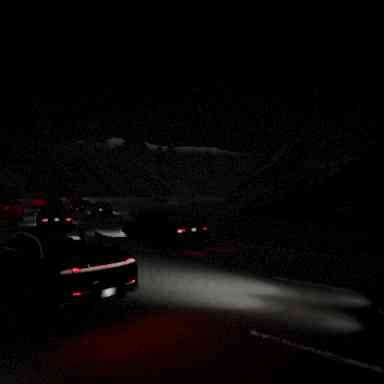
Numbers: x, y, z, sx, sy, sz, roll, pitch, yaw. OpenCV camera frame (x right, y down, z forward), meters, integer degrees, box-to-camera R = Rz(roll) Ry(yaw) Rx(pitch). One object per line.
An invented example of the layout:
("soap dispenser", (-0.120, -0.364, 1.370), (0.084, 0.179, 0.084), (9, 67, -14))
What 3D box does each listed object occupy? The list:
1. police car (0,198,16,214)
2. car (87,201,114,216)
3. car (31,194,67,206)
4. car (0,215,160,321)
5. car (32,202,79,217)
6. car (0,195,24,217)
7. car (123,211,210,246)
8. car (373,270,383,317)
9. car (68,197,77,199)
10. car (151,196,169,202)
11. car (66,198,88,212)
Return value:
("police car", (-21.406, 1.495, 36.268), (1.930, 1.638, 5.238), (0, 0, -5))
("car", (-9.152, 1.674, 34.039), (1.994, 1.385, 4.181), (0, 0, -10))
("car", (-21.010, 1.347, 48.438), (2.150, 2.045, 5.566), (0, 0, 8))
("car", (-3.158, 1.512, 7.439), (4.902, 1.511, 2.128), (0, 0, 45))
("car", (-8.683, 1.603, 20.872), (2.033, 1.411, 5.357), (0, 0, -26))
("car", (-13.973, 1.272, 24.649), (2.150, 2.045, 5.566), (0, 0, -20))
("car", (-1.429, 1.611, 15.734), (2.033, 1.411, 5.357), (0, 0, -37))
("car", (5.391, 1.537, 4.738), (4.902, 1.511, 2.128), (0, 0, 33))
("car", (-19.427, 1.665, 55.597), (1.837, 1.490, 4.892), (0, 0, 16))
("car", (-7.304, 1.660, 75.252), (4.181, 1.385, 1.994), (0, 0, -44))
("car", (-13.251, 1.722, 40.552), (1.895, 1.301, 4.718), (0, 0, -1))
